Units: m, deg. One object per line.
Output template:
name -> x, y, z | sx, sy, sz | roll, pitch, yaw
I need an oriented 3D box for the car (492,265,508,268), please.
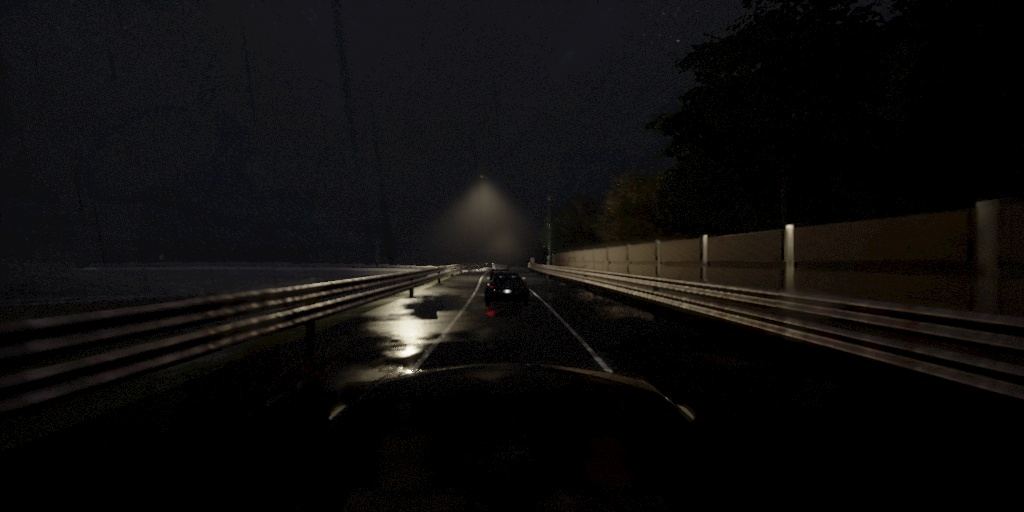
car -> -1.094, 1.541, 32.030 | 2.128, 1.511, 4.902 | 0, 0, -4

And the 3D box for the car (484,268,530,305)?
car -> -0.264, 1.466, 16.965 | 1.994, 1.385, 4.181 | 0, -1, -2
